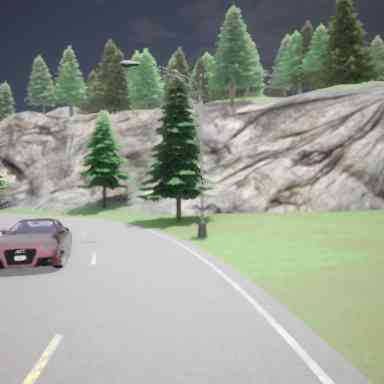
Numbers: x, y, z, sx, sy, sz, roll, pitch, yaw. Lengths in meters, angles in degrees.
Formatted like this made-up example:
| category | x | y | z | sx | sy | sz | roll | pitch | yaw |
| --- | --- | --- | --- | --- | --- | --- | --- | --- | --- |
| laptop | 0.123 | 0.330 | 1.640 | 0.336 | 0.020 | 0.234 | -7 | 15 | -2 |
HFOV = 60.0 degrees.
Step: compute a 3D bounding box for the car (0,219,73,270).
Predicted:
| category | x | y | z | sx | sy | sz | roll | pitch | yaw |
| --- | --- | --- | --- | --- | --- | --- | --- | --- | --- |
| car | -5.087 | 1.590 | 10.895 | 1.994 | 1.385 | 4.181 | -1 | 0 | -14 |
